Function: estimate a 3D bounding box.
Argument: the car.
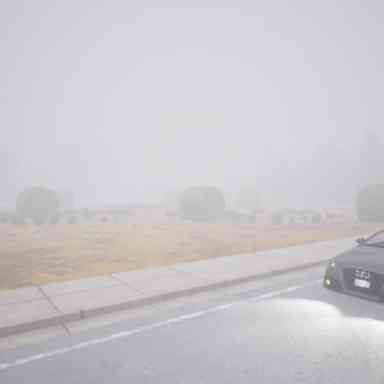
[{"bbox_3d":[4.827,1.534,7.421,4.181,1.385,1.994,0,0,-35],"label":"car"}]
